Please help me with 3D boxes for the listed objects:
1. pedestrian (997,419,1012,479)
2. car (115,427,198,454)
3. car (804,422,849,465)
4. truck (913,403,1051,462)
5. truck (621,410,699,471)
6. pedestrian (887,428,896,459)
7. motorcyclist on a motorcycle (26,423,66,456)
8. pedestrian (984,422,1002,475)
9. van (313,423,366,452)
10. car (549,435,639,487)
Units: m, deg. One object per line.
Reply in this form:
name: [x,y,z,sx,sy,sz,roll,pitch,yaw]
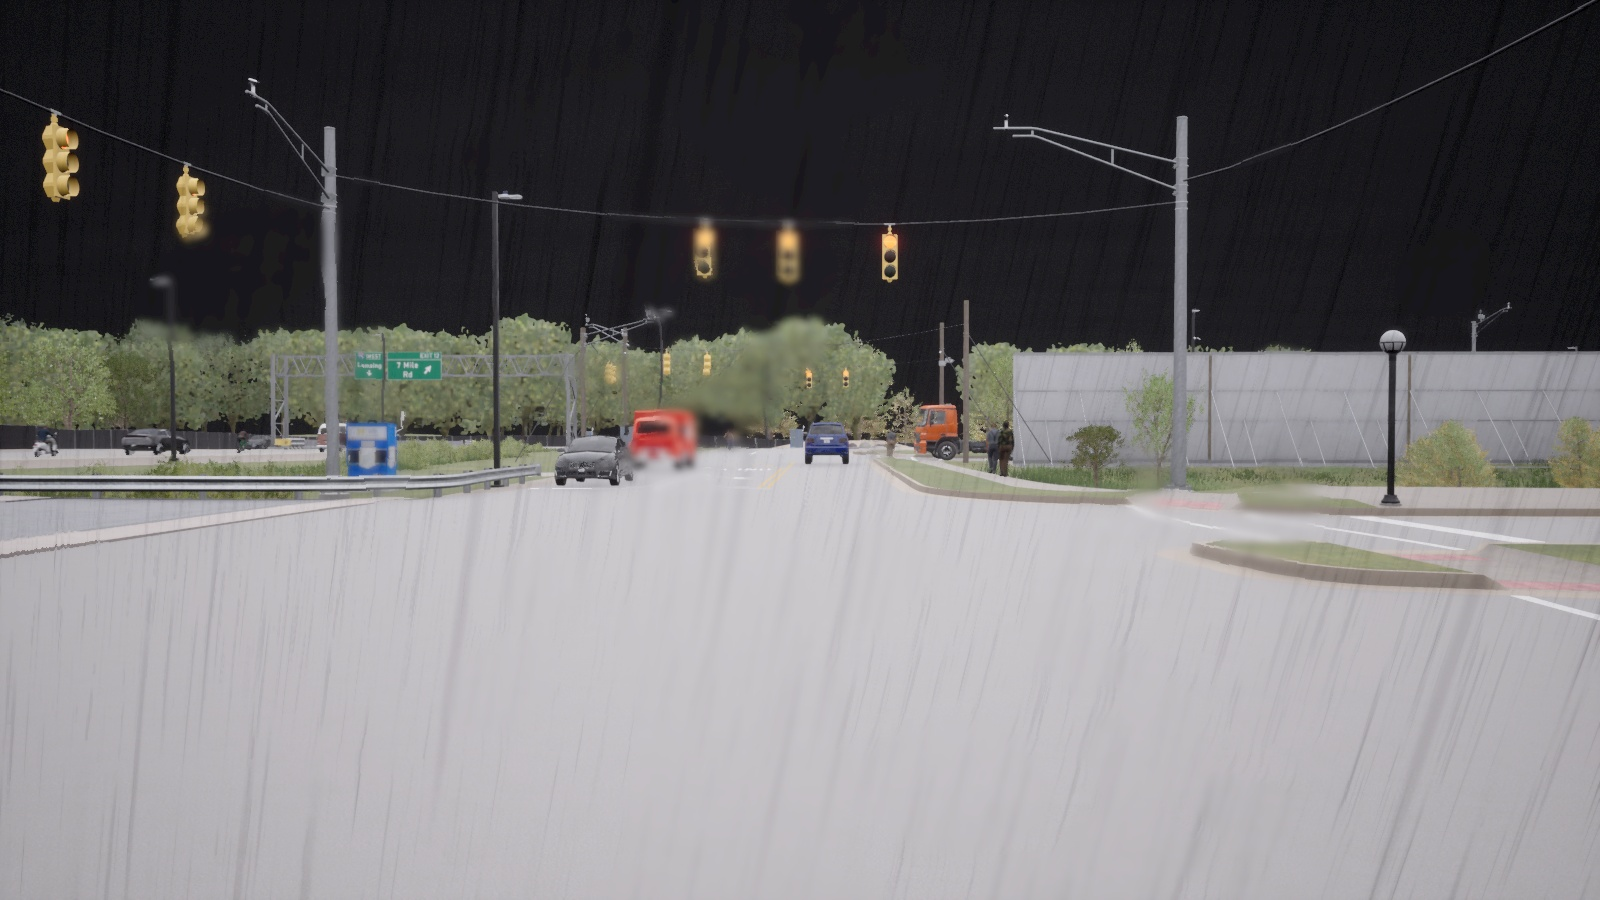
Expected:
pedestrian: [6.681,-0.033,41.034,0.395,1.930,0.692,0,2,1]
car: [-36.688,-0.553,71.740,2.128,1.511,4.902,0,0,1]
car: [1.361,-0.350,62.966,2.150,2.045,5.566,0,1,2]
truck: [11.123,-1.089,77.374,7.936,3.462,2.891,1,2,-4]
truck: [-5.881,-0.411,53.393,2.627,2.467,5.204,0,1,1]
pedestrian: [5.620,-0.402,77.153,0.540,1.848,0.694,0,2,1]
motorcyclist on a motorcycle: [-36.888,-0.495,61.475,0.866,1.590,1.817,0,0,1]
pedestrian: [6.867,-0.061,44.617,0.540,1.848,0.694,0,2,2]
van: [-32.838,-0.889,89.720,2.069,2.038,4.480,0,0,1]
car: [-6.251,0.292,38.694,1.837,1.490,4.892,0,1,2]
